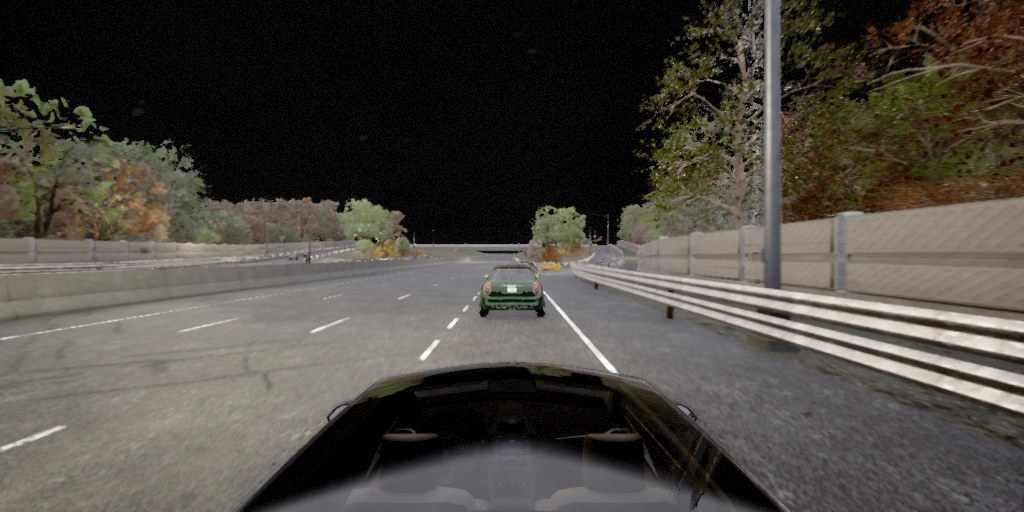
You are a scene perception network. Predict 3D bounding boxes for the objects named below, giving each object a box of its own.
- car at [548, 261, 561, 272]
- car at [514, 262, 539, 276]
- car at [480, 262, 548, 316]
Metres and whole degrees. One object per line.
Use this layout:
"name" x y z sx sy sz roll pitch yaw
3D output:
"car" 5.924 1.564 53.486 1.882 1.535 5.008 0 -1 20
"car" 1.605 1.325 38.060 1.994 1.385 4.181 0 -1 11
"car" 0.002 1.094 13.461 2.097 1.767 4.553 0 0 0
